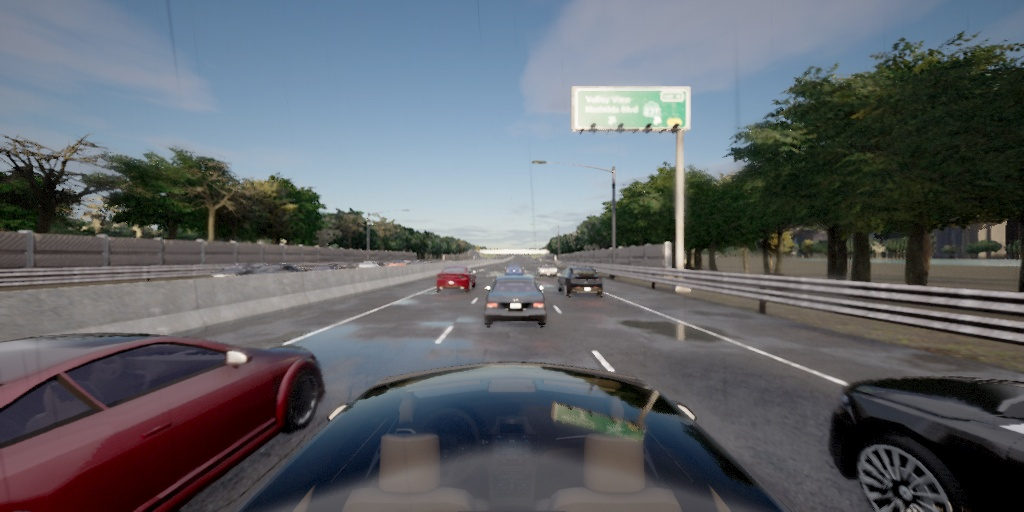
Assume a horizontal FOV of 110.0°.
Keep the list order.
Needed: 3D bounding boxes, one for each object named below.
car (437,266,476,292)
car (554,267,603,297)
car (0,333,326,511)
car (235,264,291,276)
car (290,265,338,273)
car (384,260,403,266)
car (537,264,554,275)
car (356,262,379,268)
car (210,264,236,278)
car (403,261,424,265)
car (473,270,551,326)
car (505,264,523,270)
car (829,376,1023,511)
[{"bbox_3d":[-3.357,1.337,22.296,1.882,1.535,5.008,0,0,0],"label":"car"},{"bbox_3d":[3.632,1.350,19.632,1.837,1.490,4.892,0,-1,0],"label":"car"},{"bbox_3d":[-3.397,1.321,2.929,1.994,1.385,4.181,0,0,0],"label":"car"},{"bbox_3d":[-17.536,1.386,26.588,1.837,1.490,4.892,0,0,0],"label":"car"},{"bbox_3d":[-14.035,1.446,26.694,1.994,1.385,4.181,0,0,0],"label":"car"},{"bbox_3d":[-17.298,1.366,52.990,2.097,1.767,4.553,0,0,1],"label":"car"},{"bbox_3d":[3.739,1.543,38.843,1.895,1.301,4.718,0,0,0],"label":"car"},{"bbox_3d":[-20.814,1.535,51.907,1.812,1.442,4.674,0,0,1],"label":"car"},{"bbox_3d":[-21.028,1.380,28.059,2.128,1.511,4.902,0,0,0],"label":"car"},{"bbox_3d":[-13.817,1.517,52.026,1.837,1.490,4.892,0,-1,1],"label":"car"},{"bbox_3d":[0.099,1.354,11.836,2.033,1.411,5.357,0,0,0],"label":"car"},{"bbox_3d":[0.223,1.480,36.799,2.033,1.411,5.357,0,0,0],"label":"car"},{"bbox_3d":[3.602,1.237,1.016,2.128,1.511,4.902,0,0,0],"label":"car"}]
